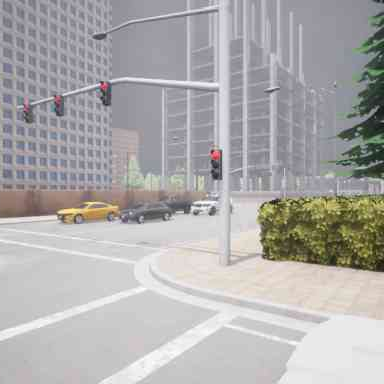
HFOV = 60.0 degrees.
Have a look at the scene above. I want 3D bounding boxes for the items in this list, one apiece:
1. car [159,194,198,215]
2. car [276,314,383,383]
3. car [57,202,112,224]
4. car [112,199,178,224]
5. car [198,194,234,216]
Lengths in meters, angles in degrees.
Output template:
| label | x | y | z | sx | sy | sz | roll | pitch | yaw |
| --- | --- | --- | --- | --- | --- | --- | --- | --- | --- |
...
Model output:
| label | x | y | z | sx | sy | sz | roll | pitch | yaw |
| --- | --- | --- | --- | --- | --- | --- | --- | --- | --- |
| car | -2.158 | 1.277 | 33.800 | 2.150 | 2.045 | 5.566 | 0 | 0 | 35 |
| car | 2.878 | 1.601 | 1.914 | 4.718 | 1.301 | 1.895 | 0 | 0 | 36 |
| car | -7.930 | 1.533 | 25.712 | 1.882 | 1.535 | 5.008 | 0 | 0 | 35 |
| car | -3.541 | 1.560 | 25.838 | 1.837 | 1.490 | 4.892 | 0 | 0 | 36 |
| car | 2.186 | 1.277 | 33.848 | 2.150 | 2.045 | 5.566 | 0 | 0 | 36 |
